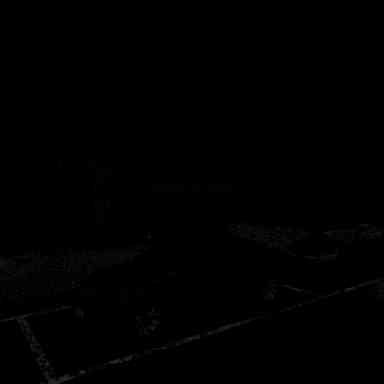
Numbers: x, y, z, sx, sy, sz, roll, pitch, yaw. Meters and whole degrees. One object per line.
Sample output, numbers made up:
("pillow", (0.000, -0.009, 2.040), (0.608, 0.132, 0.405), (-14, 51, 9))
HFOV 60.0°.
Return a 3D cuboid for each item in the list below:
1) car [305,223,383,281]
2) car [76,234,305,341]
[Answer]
("car", (4.486, 1.582, 9.731), (4.206, 1.307, 1.802), (0, 0, -35))
("car", (0.005, 1.566, 6.539), (4.313, 1.339, 1.947), (0, 0, -35))
